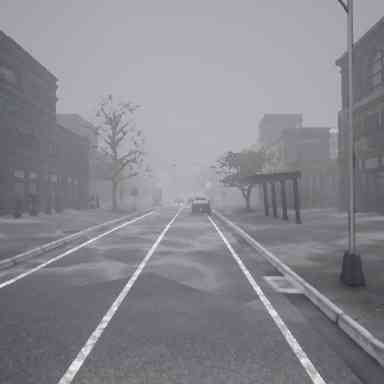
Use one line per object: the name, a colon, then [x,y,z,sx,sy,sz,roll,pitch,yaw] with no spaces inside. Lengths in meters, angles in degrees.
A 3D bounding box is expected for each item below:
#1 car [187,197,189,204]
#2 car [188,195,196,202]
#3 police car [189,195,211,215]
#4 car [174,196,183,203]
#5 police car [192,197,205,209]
car: [0.000,1.752,70.238,1.812,1.442,4.674,0,0,0]
car: [0.000,1.623,85.206,2.097,1.767,4.553,0,0,0]
police car: [0.900,1.467,34.505,1.930,1.638,5.238,0,0,0]
car: [-3.000,1.764,75.923,2.128,1.511,4.902,0,0,0]
police car: [0.899,1.601,50.505,1.930,1.638,5.238,0,0,0]
